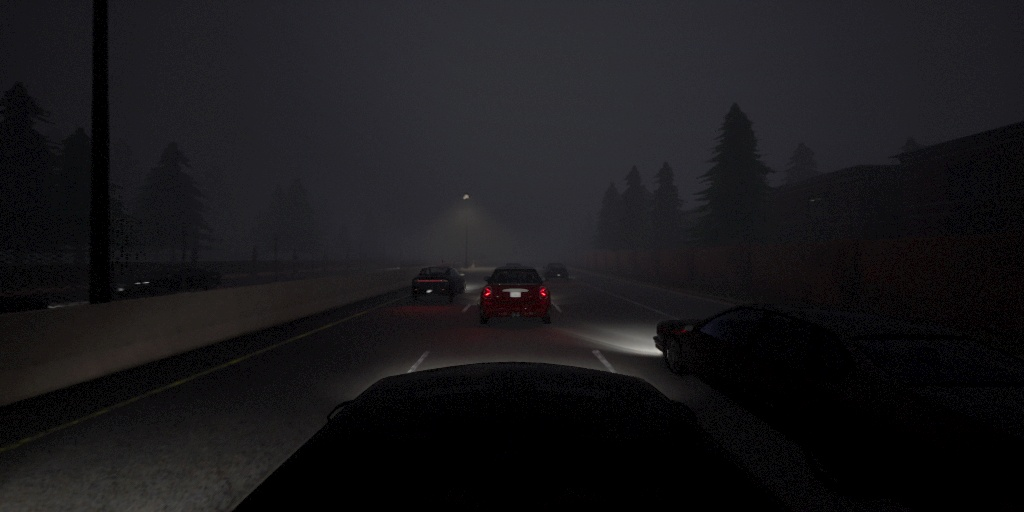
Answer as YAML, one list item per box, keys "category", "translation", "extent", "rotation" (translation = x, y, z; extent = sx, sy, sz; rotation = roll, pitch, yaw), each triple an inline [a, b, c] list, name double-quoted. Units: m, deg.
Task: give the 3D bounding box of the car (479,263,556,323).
- category: "car"
  translation: [0.100, 1.102, 12.193]
  extent: [2.097, 1.767, 4.553]
  rotation: [0, 0, 0]

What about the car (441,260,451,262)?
- category: "car"
  translation: [-10.596, 1.351, 56.903]
  extent: [1.895, 1.301, 4.718]
  rotation: [0, 0, 0]

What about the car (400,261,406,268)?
- category: "car"
  translation: [-17.609, 1.317, 61.134]
  extent: [1.994, 1.385, 4.181]
  rotation: [0, 0, 0]

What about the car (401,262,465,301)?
- category: "car"
  translation: [-3.401, 1.241, 17.157]
  extent: [2.128, 1.511, 4.902]
  rotation: [0, 0, 0]

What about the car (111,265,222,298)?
- category: "car"
  translation: [-17.599, 1.239, 18.581]
  extent: [2.128, 1.511, 4.902]
  rotation: [0, 0, 0]

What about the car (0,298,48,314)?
- category: "car"
  translation: [-10.600, 1.274, 5.650]
  extent: [1.812, 1.442, 4.674]
  rotation: [0, 0, 0]

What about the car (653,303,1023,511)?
- category: "car"
  translation: [3.598, 1.298, 4.383]
  extent: [2.033, 1.411, 5.357]
  rotation: [0, 0, 0]

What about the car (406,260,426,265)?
- category: "car"
  translation: [-13.992, 1.297, 54.088]
  extent: [2.033, 1.411, 5.357]
  rotation: [0, 0, -4]

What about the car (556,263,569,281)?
- category: "car"
  translation: [3.586, 1.277, 29.916]
  extent: [1.812, 1.442, 4.674]
  rotation: [0, 0, 0]
